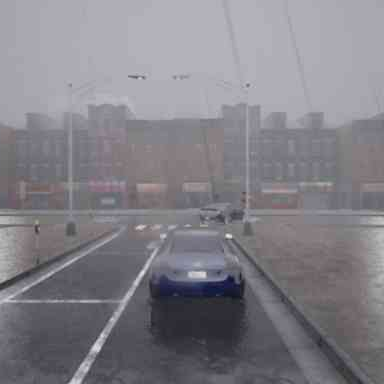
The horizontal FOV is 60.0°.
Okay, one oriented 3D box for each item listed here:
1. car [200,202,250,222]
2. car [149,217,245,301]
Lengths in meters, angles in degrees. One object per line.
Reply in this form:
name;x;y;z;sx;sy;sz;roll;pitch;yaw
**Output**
car;2.433;1.485;23.721;2.128;1.511;4.902;0;0;35
car;0.104;1.556;8.394;1.994;1.385;4.181;0;0;0
